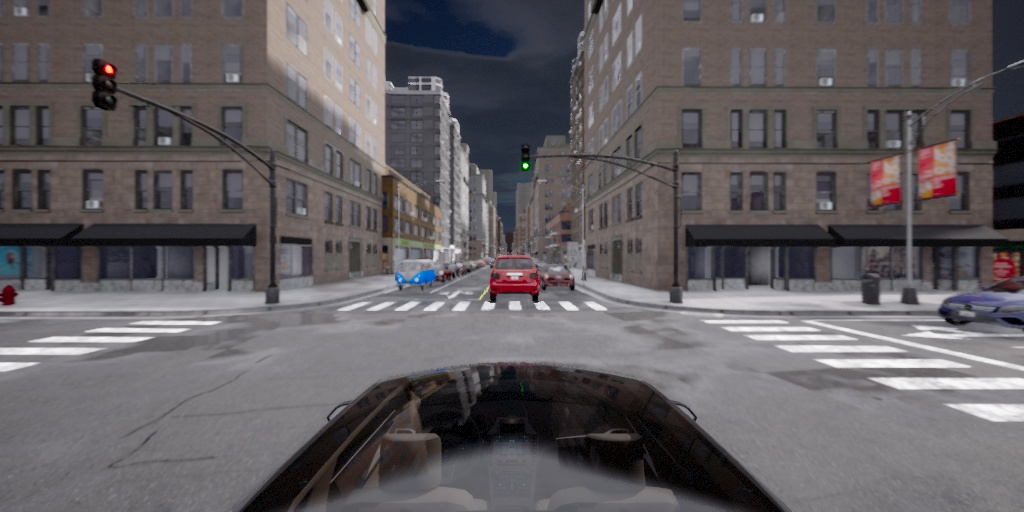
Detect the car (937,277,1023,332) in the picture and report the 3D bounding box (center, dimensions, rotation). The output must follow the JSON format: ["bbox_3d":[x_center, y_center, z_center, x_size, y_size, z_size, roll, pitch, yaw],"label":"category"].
[{"bbox_3d":[14.450,1.285,9.652,4.674,1.442,1.812,0,0,-2],"label":"car"}]

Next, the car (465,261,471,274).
[{"bbox_3d":[-5.906,1.384,39.222,1.802,1.307,4.207,0,0,0],"label":"car"}]

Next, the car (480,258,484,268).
[{"bbox_3d":[-5.941,1.386,56.226,1.948,1.339,4.313,0,0,0],"label":"car"}]

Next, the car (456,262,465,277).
[{"bbox_3d":[-5.894,1.361,33.553,1.948,1.339,4.313,0,0,0],"label":"car"}]

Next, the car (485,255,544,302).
[{"bbox_3d":[0.097,0.989,17.322,2.150,2.045,5.566,0,0,0],"label":"car"}]

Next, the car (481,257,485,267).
[{"bbox_3d":[-5.952,1.371,61.894,1.888,1.381,4.507,0,0,0],"label":"car"}]

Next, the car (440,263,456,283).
[{"bbox_3d":[-5.882,1.228,27.885,1.967,1.591,4.097,0,0,0],"label":"car"}]

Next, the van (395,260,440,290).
[{"bbox_3d":[-5.870,1.121,22.216,1.690,1.789,3.998,0,0,0],"label":"van"}]

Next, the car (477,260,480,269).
[{"bbox_3d":[-5.928,1.340,50.388,1.751,1.417,4.829,0,0,0],"label":"car"}]

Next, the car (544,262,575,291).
[{"bbox_3d":[2.656,1.212,22.236,1.967,1.591,4.097,0,0,0],"label":"car"}]

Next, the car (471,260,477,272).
[{"bbox_3d":[-5.917,1.374,44.890,1.948,1.339,4.313,0,0,0],"label":"car"}]
